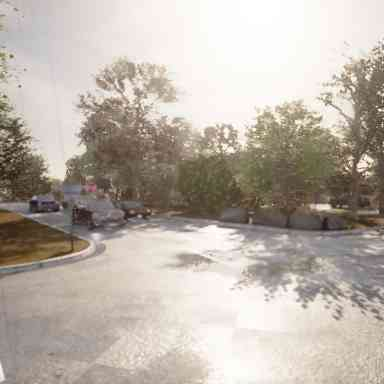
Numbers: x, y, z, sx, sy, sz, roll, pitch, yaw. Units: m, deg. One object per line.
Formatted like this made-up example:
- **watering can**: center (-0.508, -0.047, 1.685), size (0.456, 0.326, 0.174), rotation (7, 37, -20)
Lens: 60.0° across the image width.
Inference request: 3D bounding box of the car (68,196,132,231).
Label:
- **car**: center (-5.828, 1.266, 20.674), size (2.097, 1.767, 4.553), rotation (-3, 2, -35)

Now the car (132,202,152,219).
- **car**: center (-4.907, 1.360, 24.886), size (1.895, 1.301, 4.718), rotation (-3, 2, -36)

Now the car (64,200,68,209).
- **car**: center (-12.151, 1.143, 34.875), size (2.033, 1.411, 5.357), rotation (-3, 2, -36)

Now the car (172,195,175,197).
- **car**: center (-1.475, 1.079, 58.537), size (4.674, 1.442, 1.812), rotation (1, 0, -27)

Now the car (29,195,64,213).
- **car**: center (-14.677, 1.065, 33.053), size (2.097, 1.767, 4.553), rotation (-3, 3, -36)

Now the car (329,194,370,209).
- **car**: center (22.565, 1.236, 47.798), size (2.150, 2.045, 5.566), rotation (-3, 3, -36)
